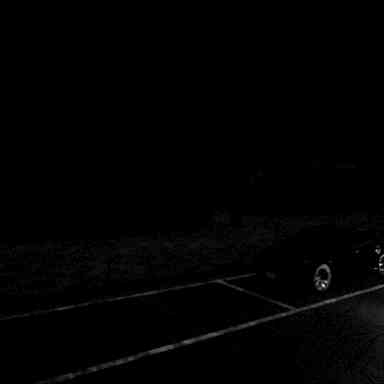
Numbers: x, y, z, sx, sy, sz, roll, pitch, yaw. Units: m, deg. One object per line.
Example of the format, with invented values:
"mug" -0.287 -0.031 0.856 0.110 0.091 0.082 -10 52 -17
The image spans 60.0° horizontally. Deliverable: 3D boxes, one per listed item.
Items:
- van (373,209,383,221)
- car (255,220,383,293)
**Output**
"van" 8.206 1.421 11.981 3.998 1.788 1.690 0 0 -33
"car" 3.670 1.607 8.979 4.313 1.339 1.947 0 0 -33
